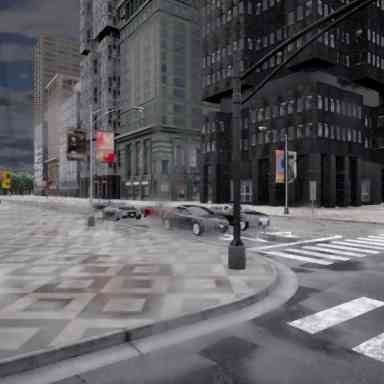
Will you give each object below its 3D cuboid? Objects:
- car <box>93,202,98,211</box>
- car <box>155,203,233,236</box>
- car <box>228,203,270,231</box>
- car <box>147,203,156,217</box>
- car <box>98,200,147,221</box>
[{"bbox_3d":[-9.713,1.585,38.104,1.895,1.301,4.718,0,0,-35],"label":"car"},{"bbox_3d":[0.091,1.500,18.715,1.837,1.490,4.892,0,0,-35],"label":"car"},{"bbox_3d":[2.665,1.481,20.705,2.128,1.511,4.902,0,0,-35],"label":"car"},{"bbox_3d":[-2.712,1.586,28.253,1.895,1.301,4.718,0,0,-35],"label":"car"},{"bbox_3d":[-5.700,1.554,26.850,1.994,1.385,4.181,0,0,-35],"label":"car"}]
